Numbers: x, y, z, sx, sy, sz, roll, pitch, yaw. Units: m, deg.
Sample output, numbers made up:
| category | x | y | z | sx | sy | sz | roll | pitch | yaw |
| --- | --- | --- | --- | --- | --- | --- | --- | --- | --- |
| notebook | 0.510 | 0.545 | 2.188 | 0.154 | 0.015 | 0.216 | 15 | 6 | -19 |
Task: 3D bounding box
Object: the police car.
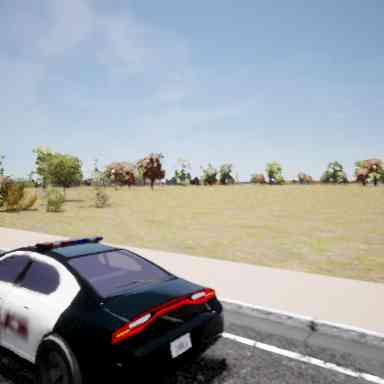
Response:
| category | x | y | z | sx | sy | sz | roll | pitch | yaw |
| --- | --- | --- | --- | --- | --- | --- | --- | --- | --- |
| police car | -2.070 | 1.479 | 5.060 | 4.974 | 1.542 | 2.038 | 0 | 0 | 36 |
